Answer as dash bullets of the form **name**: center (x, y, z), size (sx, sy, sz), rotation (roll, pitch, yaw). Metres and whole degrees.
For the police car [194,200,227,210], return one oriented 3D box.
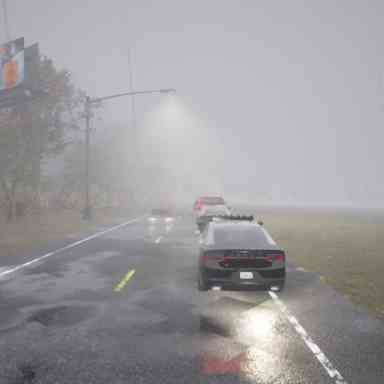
- **police car**: center (1.273, 1.473, 19.079), size (1.930, 1.638, 5.238), rotation (0, 0, 1)

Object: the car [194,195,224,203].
- **car**: center (1.436, 1.303, 24.978), size (2.150, 2.045, 5.566), rotation (0, 0, 2)

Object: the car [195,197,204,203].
- **car**: center (2.070, 2.239, 94.215), size (2.128, 1.511, 4.902), rotation (0, -1, 7)

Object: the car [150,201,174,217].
- **car**: center (-2.907, 1.613, 33.198), size (1.882, 1.535, 5.008), rotation (0, 0, 3)

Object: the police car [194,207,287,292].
- **police car**: center (1.097, 1.438, 9.113), size (1.930, 1.638, 5.238), rotation (0, 0, 1)

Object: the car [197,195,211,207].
- **car**: center (2.227, 1.595, 60.092), size (2.150, 2.045, 5.566), rotation (0, -1, 4)
